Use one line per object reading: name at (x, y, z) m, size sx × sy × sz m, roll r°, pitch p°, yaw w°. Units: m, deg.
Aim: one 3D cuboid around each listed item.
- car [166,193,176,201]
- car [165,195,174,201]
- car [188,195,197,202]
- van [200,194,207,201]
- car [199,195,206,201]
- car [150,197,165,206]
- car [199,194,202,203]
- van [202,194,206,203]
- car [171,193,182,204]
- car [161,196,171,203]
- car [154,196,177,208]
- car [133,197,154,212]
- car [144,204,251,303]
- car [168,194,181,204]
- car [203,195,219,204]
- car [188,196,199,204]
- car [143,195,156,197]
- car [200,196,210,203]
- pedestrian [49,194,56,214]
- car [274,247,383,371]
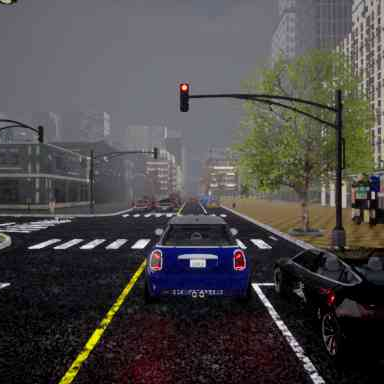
car at (-5.568, 1.324, 88.128) m, size 2.192 × 1.841 × 5.009 m, roll 0°, pitch 0°, yaw 0°
car at (-5.576, 1.559, 82.577) m, size 2.008 × 1.369 × 4.403 m, roll 0°, pitch 0°, yaw 0°
car at (0.107, 1.547, 79.184) m, size 2.033 × 1.411 × 5.357 m, roll 0°, pitch 0°, yaw 0°
van at (2.806, 1.349, 82.568) m, size 1.690 × 1.788 × 3.998 m, roll 0°, pitch 0°, yaw 0°
car at (2.812, 1.534, 88.289) m, size 1.752 × 1.417 × 4.829 m, roll 0°, pitch 0°, yaw 0°
car at (-5.614, 1.555, 54.822) m, size 2.008 × 1.369 × 4.403 m, roll 0°, pitch 0°, yaw 0°
car at (2.774, 1.556, 60.364) m, size 2.008 × 1.369 × 4.403 m, roll 0°, pitch 0°, yaw 0°
van at (2.760, 1.345, 49.263) m, size 1.690 × 1.788 × 3.998 m, roll 0°, pitch 0°, yaw 0°
car at (-2.991, 1.226, 58.986) m, size 2.150 × 2.045 × 5.566 m, roll 0°, pitch 0°, yaw 1°
car at (-5.591, 1.532, 71.305) m, size 1.752 × 1.417 × 4.829 m, roll 0°, pitch 0°, yaw 0°
car at (-3.041, 1.528, 38.455) m, size 1.812 × 1.442 × 4.674 m, roll 0°, pitch 0°, yaw -2°
car at (-5.636, 1.584, 38.169) m, size 1.802 × 1.307 × 4.206 m, roll 0°, pitch 0°, yaw 0°
car at (0.111, 1.353, 8.350) m, size 2.097 × 1.767 × 4.553 m, roll 0°, pitch 0°, yaw 0°
car at (-3.032, 1.481, 48.489) m, size 1.882 × 1.535 × 5.008 m, roll 0°, pitch 0°, yaw 0°
car at (2.752, 1.528, 43.881) m, size 1.752 × 1.417 × 4.829 m, roll 0°, pitch 0°, yaw 0°
car at (0.186, 1.567, 63.236) m, size 1.994 × 1.385 × 4.181 m, roll 0°, pitch 0°, yaw 0°
car at (-5.627, 1.318, 43.720) m, size 2.192 × 1.841 × 5.009 m, roll 0°, pitch 0°, yaw 0°
car at (2.789, 1.572, 71.466) m, size 1.947 × 1.339 × 4.313 m, roll 0°, pitch 0°, yaw 0°
pedestrian at (-12.710, 1.039, 30.183) m, size 0.375 × 1.860 × 0.375 m, roll 0°, pitch -1°, yaw -1°
car at (2.701, 1.566, 5.682) m, size 1.947 × 1.339 × 4.313 m, roll 0°, pitch 0°, yaw 0°
